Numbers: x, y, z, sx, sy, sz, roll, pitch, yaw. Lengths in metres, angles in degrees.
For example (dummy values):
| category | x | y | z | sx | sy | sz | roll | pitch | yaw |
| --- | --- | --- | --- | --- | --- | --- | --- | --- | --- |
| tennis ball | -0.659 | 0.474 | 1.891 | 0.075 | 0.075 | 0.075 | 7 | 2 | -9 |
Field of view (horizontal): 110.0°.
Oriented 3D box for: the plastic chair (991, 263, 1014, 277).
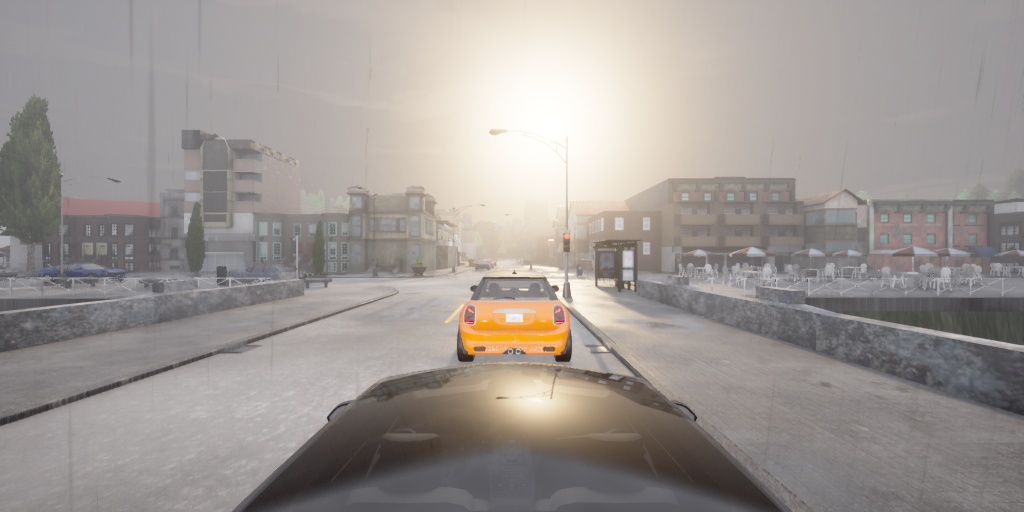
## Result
| category | x | y | z | sx | sy | sz | roll | pitch | yaw |
| --- | --- | --- | --- | --- | --- | --- | --- | --- | --- |
| plastic chair | 45.505 | 1.279 | 33.325 | 0.730 | 1.272 | 0.750 | 0 | 0 | 0 |

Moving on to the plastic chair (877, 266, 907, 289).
| category | x | y | z | sx | sy | sz | roll | pitch | yaw |
| --- | --- | --- | --- | --- | --- | --- | --- | --- | --- |
| plastic chair | 22.602 | 1.279 | 21.331 | 0.730 | 1.272 | 0.750 | 0 | 0 | 0 |

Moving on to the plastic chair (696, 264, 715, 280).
| category | x | y | z | sx | sy | sz | roll | pitch | yaw |
| --- | --- | --- | --- | --- | --- | --- | --- | --- | --- |
| plastic chair | 15.804 | 1.279 | 29.233 | 0.750 | 1.272 | 0.730 | 0 | 0 | 0 |

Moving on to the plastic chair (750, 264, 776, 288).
| category | x | y | z | sx | sy | sz | roll | pitch | yaw |
| --- | --- | --- | --- | --- | --- | --- | --- | --- | --- |
| plastic chair | 15.002 | 1.279 | 21.433 | 0.750 | 1.272 | 0.730 | 0 | 0 | 0 |

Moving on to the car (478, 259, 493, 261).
| category | x | y | z | sx | sy | sz | roll | pitch | yaw |
| --- | --- | --- | --- | --- | --- | --- | --- | --- | --- |
| car | -4.091 | 1.228 | 51.054 | 1.882 | 1.535 | 5.008 | 0 | 0 | 0 |

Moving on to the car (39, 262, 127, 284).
| category | x | y | z | sx | sy | sz | roll | pitch | yaw |
| --- | --- | --- | --- | --- | --- | --- | --- | --- | --- |
| car | -31.231 | 1.228 | 26.189 | 5.008 | 1.535 | 1.882 | 0 | 0 | 0 |

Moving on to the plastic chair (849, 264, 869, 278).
| category | x | y | z | sx | sy | sz | roll | pitch | yaw |
| --- | --- | --- | --- | --- | --- | --- | --- | --- | --- |
| plastic chair | 29.904 | 1.279 | 30.829 | 0.750 | 1.272 | 0.730 | 0 | 0 | 0 |

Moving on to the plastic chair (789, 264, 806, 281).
| category | x | y | z | sx | sy | sz | roll | pitch | yaw |
| --- | --- | --- | --- | --- | --- | --- | --- | --- | --- |
| plastic chair | 21.703 | 1.279 | 27.531 | 0.730 | 1.272 | 0.750 | 0 | 0 | 0 |

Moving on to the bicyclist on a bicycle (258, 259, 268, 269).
| category | x | y | z | sx | sy | sz | roll | pitch | yaw |
| --- | --- | --- | --- | --- | --- | --- | --- | --- | --- |
| bicyclist on a bicycle | -24.014 | 1.099 | 34.583 | 0.582 | 1.620 | 1.656 | 0 | 0 | 0 |

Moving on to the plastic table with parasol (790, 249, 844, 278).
| category | x | y | z | sx | sy | sz | roll | pitch | yaw |
| --- | --- | --- | --- | --- | --- | --- | --- | --- | --- |
| plastic table with parasol | 22.903 | 0.675 | 27.481 | 2.482 | 2.480 | 2.482 | 0 | 0 | 0 |

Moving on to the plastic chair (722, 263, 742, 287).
| category | x | y | z | sx | sy | sz | roll | pitch | yaw |
| --- | --- | --- | --- | --- | --- | --- | --- | --- | --- |
| plastic chair | 13.902 | 1.279 | 22.833 | 0.730 | 1.272 | 0.750 | 0 | 0 | 0 |

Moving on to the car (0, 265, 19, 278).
| category | x | y | z | sx | sy | sz | roll | pitch | yaw |
| --- | --- | --- | --- | --- | --- | --- | --- | --- | --- |
| car | -45.327 | 1.351 | 30.392 | 4.718 | 1.301 | 1.895 | 0 | 0 | 0 |

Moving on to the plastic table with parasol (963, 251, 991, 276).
| category | x | y | z | sx | sy | sz | roll | pitch | yaw |
| --- | --- | --- | --- | --- | --- | --- | --- | --- | --- |
| plastic table with parasol | 30.513 | 0.675 | 25.109 | 2.482 | 2.480 | 2.482 | 0 | 0 | 0 |

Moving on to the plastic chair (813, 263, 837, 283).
| category | x | y | z | sx | sy | sz | roll | pitch | yaw |
| --- | --- | --- | --- | --- | --- | --- | --- | --- | --- |
| plastic chair | 22.803 | 1.279 | 26.131 | 0.750 | 1.272 | 0.730 | 0 | 0 | 0 |

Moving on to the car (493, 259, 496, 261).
| category | x | y | z | sx | sy | sz | roll | pitch | yaw |
| --- | --- | --- | --- | --- | --- | --- | --- | --- | --- |
| car | -4.071 | 1.228 | 60.704 | 1.882 | 1.535 | 5.008 | 0 | 0 | 0 |

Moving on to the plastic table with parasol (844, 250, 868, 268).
| category | x | y | z | sx | sy | sz | roll | pitch | yaw |
| --- | --- | --- | --- | --- | --- | --- | --- | --- | --- |
| plastic table with parasol | 30.234 | 0.675 | 32.199 | 2.482 | 2.480 | 2.482 | 0 | 0 | 0 |

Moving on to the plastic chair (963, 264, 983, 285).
| category | x | y | z | sx | sy | sz | roll | pitch | yaw |
| --- | --- | --- | --- | --- | --- | --- | --- | --- | --- |
| plastic chair | 30.502 | 1.279 | 23.829 | 0.750 | 1.272 | 0.730 | 0 | 0 | 0 |

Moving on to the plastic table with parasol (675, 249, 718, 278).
| category | x | y | z | sx | sy | sz | roll | pitch | yaw |
| --- | --- | --- | --- | --- | --- | --- | --- | --- | --- |
| plastic table with parasol | 15.924 | 0.675 | 30.513 | 2.482 | 2.480 | 2.482 | 0 | 0 | 0 |

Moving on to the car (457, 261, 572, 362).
| category | x | y | z | sx | sy | sz | roll | pitch | yaw |
| --- | --- | --- | --- | --- | --- | --- | --- | --- | --- |
| car | 0.061 | 1.102 | 8.375 | 2.097 | 1.767 | 4.553 | 0 | 0 | 1 |

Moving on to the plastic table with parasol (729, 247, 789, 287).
| category | x | y | z | sx | sy | sz | roll | pitch | yaw |
| --- | --- | --- | --- | --- | --- | --- | --- | --- | --- |
| plastic table with parasol | 15.172 | 0.675 | 22.693 | 2.482 | 2.480 | 2.482 | 0 | 0 | 0 |

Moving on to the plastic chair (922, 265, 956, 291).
| category | x | y | z | sx | sy | sz | roll | pitch | yaw |
| --- | --- | --- | --- | --- | --- | --- | --- | --- | --- |
| plastic chair | 23.701 | 1.279 | 19.931 | 0.750 | 1.272 | 0.730 | 0 | 0 | 0 |

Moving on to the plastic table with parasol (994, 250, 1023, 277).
| category | x | y | z | sx | sy | sz | roll | pitch | yaw |
| --- | --- | --- | --- | --- | --- | --- | --- | --- | --- |
| plastic table with parasol | 46.705 | 0.675 | 33.205 | 2.482 | 2.480 | 2.482 | 0 | 0 | 0 |

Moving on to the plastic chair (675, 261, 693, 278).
| category | x | y | z | sx | sy | sz | roll | pitch | yaw |
| --- | --- | --- | --- | --- | --- | --- | --- | --- | --- |
| plastic chair | 14.704 | 1.279 | 30.633 | 0.730 | 1.272 | 0.750 | 0 | 0 | 0 |

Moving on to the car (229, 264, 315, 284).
| category | x | y | z | sx | sy | sz | roll | pitch | yaw |
| --- | --- | --- | --- | --- | --- | --- | --- | --- | --- |
| car | -17.489 | 1.297 | 26.183 | 5.357 | 1.411 | 2.033 | 0 | 0 | 0 |

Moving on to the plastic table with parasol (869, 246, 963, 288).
| category | x | y | z | sx | sy | sz | roll | pitch | yaw |
| --- | --- | --- | --- | --- | --- | --- | --- | --- | --- |
| plastic table with parasol | 23.802 | 0.675 | 21.281 | 2.482 | 2.480 | 2.482 | 0 | 0 | 0 |
